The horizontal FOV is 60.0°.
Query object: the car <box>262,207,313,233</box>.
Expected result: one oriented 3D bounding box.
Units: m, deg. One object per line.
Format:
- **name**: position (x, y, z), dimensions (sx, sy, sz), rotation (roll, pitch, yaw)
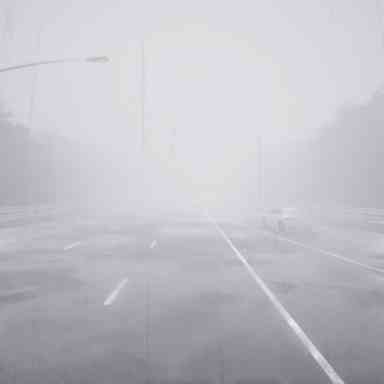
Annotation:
- **car**: position (5.925, 1.683, 20.930), dimensions (1.812, 1.442, 4.674), rotation (0, 0, -7)
